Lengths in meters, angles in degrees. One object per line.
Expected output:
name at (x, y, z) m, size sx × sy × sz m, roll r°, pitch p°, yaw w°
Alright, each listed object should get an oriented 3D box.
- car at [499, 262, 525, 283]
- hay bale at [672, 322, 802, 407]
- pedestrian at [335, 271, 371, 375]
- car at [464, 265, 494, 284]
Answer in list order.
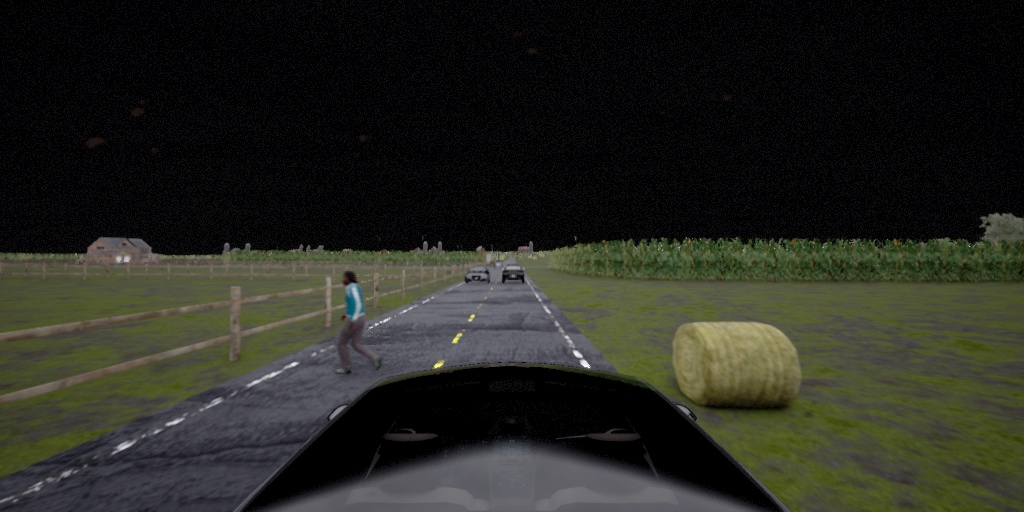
car at (0.109, 1.521, 31.784) m, size 1.882 × 1.535 × 5.008 m, roll 0°, pitch -1°, yaw 0°
hay bale at (3.126, 1.441, 5.164) m, size 1.220 × 1.180 × 1.240 m, roll 0°, pitch 0°, yaw 0°
pedestrian at (-2.741, 1.091, 6.185) m, size 0.375 × 1.860 × 0.375 m, roll -1°, pitch 0°, yaw -1°
car at (-2.837, 1.596, 30.569) m, size 1.994 × 1.385 × 4.181 m, roll 0°, pitch -1°, yaw 0°
